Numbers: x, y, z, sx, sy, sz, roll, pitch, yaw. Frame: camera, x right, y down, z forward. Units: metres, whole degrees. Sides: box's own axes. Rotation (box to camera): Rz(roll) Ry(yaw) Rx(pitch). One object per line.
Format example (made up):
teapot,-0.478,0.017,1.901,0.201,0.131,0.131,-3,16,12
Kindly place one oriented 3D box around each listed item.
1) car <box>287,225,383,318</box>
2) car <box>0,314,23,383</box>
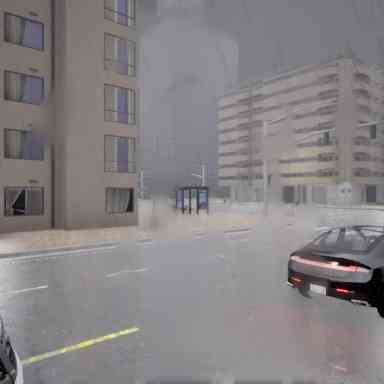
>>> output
car,4.096,1.492,7.353,4.902,1.511,2.128,0,0,-39
car,-3.785,1.221,1.347,5.566,2.045,2.150,0,0,-32
